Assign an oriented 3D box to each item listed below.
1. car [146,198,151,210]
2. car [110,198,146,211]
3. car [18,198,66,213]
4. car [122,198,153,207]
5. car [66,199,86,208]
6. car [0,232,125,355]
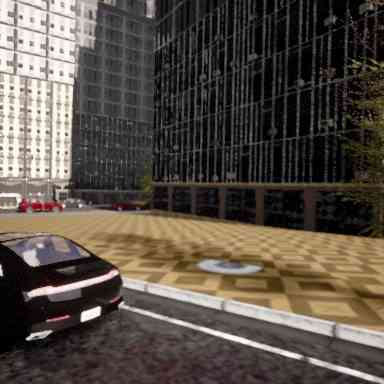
[{"bbox_3d":[-4.765,1.772,50.866,5.009,1.841,2.192,1,1,-34],"label":"car"},{"bbox_3d":[-9.450,1.957,47.670,4.507,1.381,1.887,1,1,-34],"label":"car"},{"bbox_3d":[-18.803,1.638,41.266,5.009,1.841,2.192,1,1,-34],"label":"car"},{"bbox_3d":[-9.356,1.775,57.278,4.829,1.417,1.752,1,1,-34],"label":"car"},{"bbox_3d":[-18.575,1.712,50.974,4.403,1.369,2.008,1,1,-34],"label":"car"},{"bbox_3d":[-3.378,1.488,6.070,4.902,1.511,2.128,0,0,36],"label":"car"}]
